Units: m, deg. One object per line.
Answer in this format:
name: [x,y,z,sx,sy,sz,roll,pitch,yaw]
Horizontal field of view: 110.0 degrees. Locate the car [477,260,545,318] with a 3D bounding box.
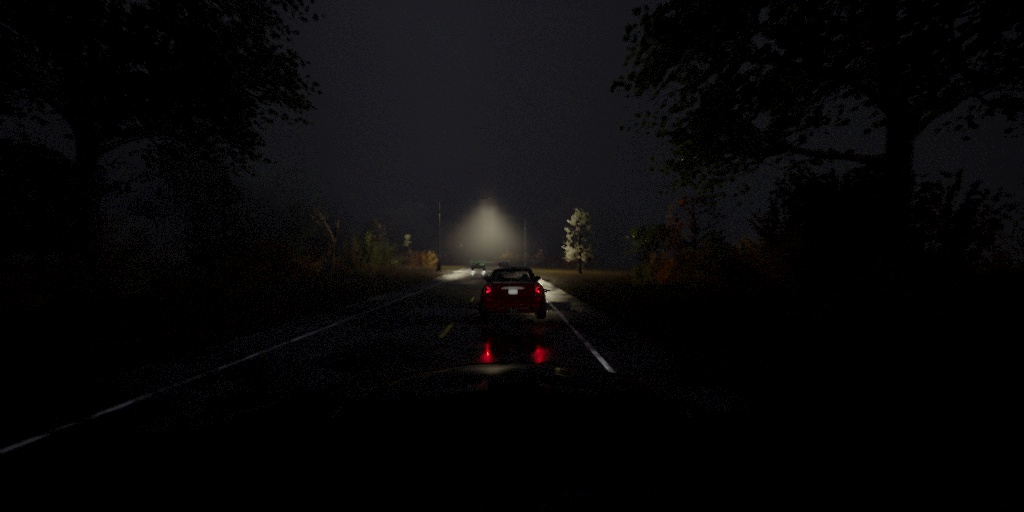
car: [0.009,1.152,13.350,2.097,1.767,4.553,0,0,-1]

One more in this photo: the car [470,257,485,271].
car: [-5.089,1.187,54.659,2.150,2.045,5.566,0,0,-3]
